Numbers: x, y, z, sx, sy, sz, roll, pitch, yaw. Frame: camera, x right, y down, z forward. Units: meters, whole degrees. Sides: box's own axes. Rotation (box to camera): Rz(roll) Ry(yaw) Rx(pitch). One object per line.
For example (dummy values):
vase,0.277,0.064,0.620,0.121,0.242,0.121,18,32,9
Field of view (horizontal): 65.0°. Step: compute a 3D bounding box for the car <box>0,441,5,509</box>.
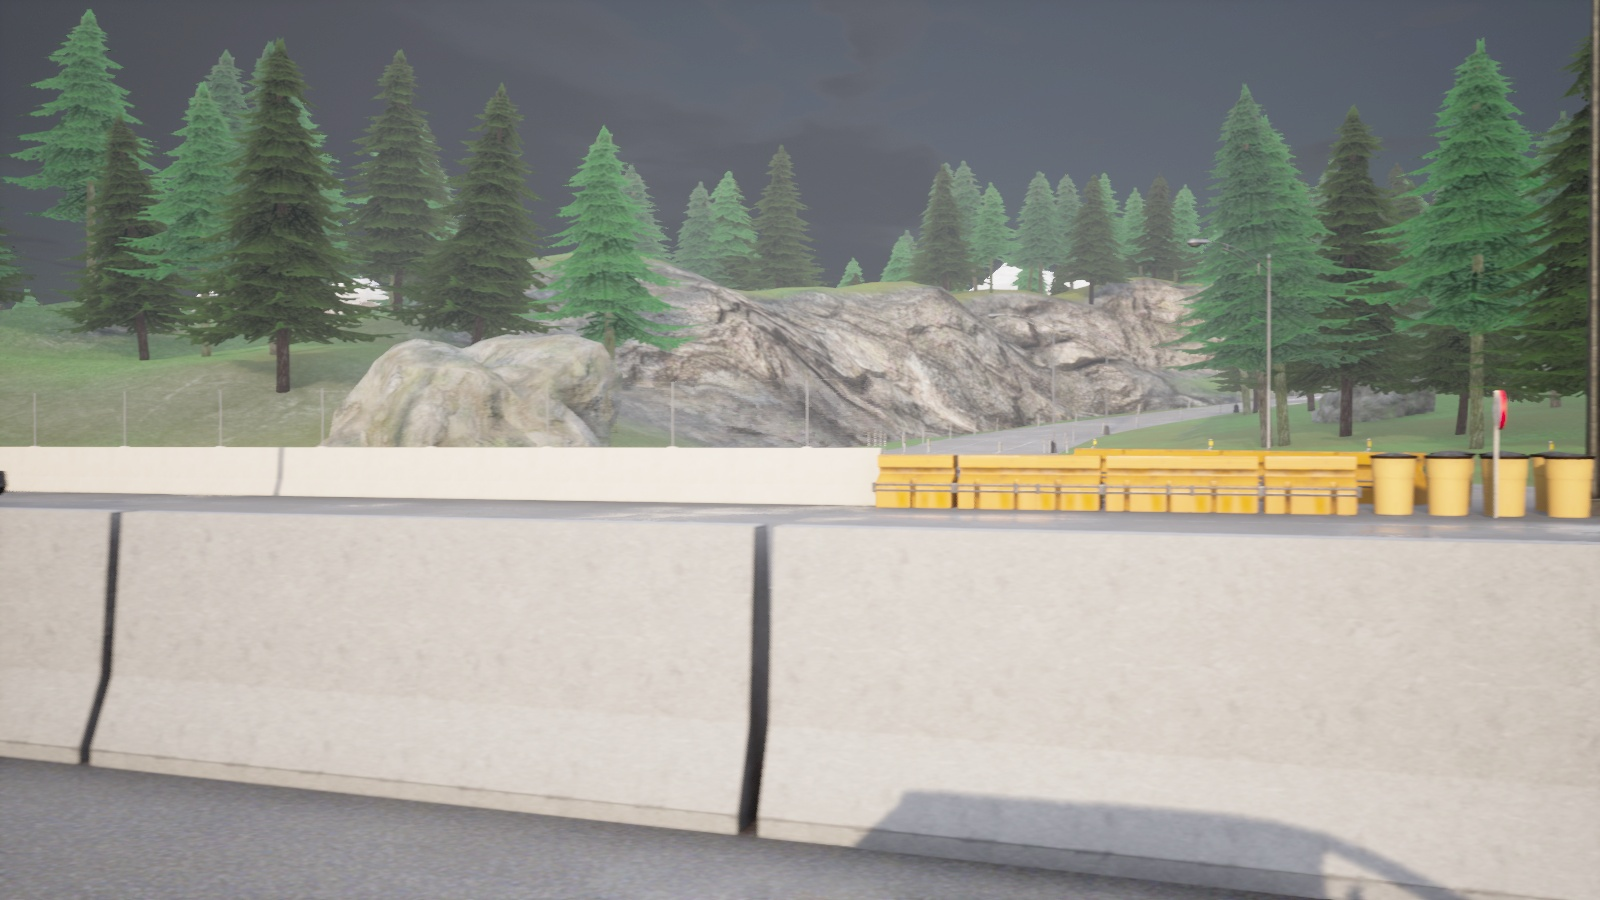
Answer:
car,-17.806,0.476,23.955,4.718,1.301,1.895,1,1,19
